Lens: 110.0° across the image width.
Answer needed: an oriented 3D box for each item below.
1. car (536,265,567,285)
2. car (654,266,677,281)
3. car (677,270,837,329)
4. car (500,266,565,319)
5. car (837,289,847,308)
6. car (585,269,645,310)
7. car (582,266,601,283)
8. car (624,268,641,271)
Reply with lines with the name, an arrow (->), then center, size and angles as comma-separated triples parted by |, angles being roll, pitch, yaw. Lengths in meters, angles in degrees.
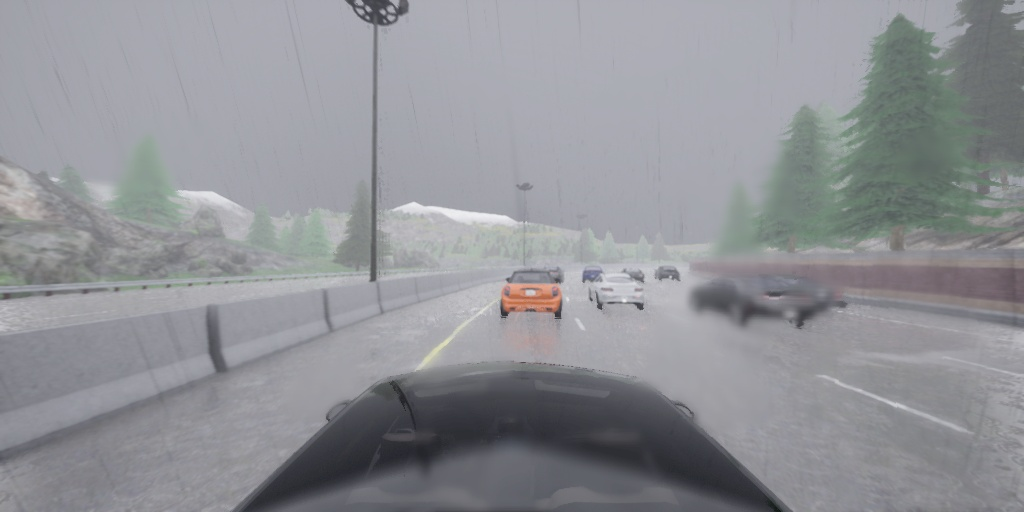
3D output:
car -> 3.549, 1.624, 31.448 | 2.128, 1.511, 4.902 | 0, -1, 12
car -> 15.419, 1.730, 35.790 | 1.837, 1.490, 4.892 | 0, -1, 15
car -> 7.649, 1.394, 12.004 | 2.128, 1.511, 4.902 | 0, -1, 5
car -> 0.793, 1.256, 13.861 | 2.097, 1.767, 4.553 | 0, -1, 5
car -> 11.447, 1.505, 15.428 | 2.033, 1.411, 5.357 | 0, -1, 7
car -> 4.501, 1.467, 15.871 | 1.812, 1.442, 4.674 | 0, -1, 6
car -> 7.634, 1.651, 33.653 | 1.882, 1.535, 5.008 | 0, -1, 13
car -> 11.230, 1.786, 33.717 | 1.895, 1.301, 4.718 | 0, -1, 14
